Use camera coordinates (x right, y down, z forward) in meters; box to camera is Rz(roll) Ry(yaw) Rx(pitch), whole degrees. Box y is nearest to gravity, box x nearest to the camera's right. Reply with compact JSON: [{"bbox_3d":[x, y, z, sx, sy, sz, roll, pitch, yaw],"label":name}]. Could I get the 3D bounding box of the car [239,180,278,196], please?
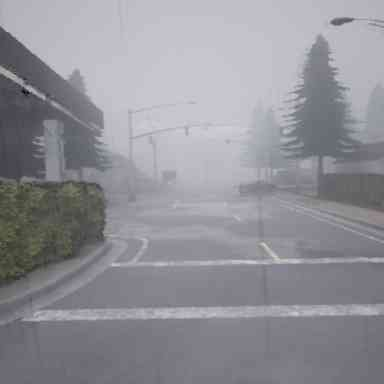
[{"bbox_3d":[6.719,-0.498,33.269,1.882,1.535,5.008,0,3,44],"label":"car"}]
